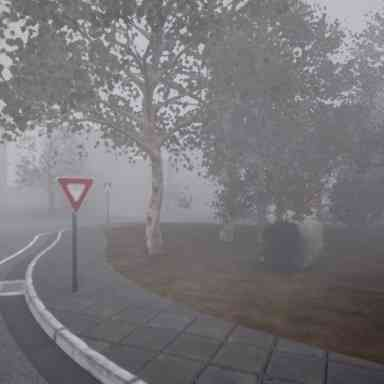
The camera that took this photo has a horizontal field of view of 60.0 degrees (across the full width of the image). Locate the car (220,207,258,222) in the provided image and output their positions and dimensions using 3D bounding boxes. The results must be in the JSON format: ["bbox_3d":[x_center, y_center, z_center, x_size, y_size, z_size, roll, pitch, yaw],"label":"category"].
[{"bbox_3d":[5.840,2.506,39.893,5.566,2.045,2.150,5,-3,-37],"label":"car"}]

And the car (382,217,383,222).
[{"bbox_3d":[30.905,4.409,55.125,4.718,1.301,1.895,3,-2,-37],"label":"car"}]

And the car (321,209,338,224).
[{"bbox_3d":[20.280,3.510,47.001,5.566,2.045,2.150,4,-2,-37],"label":"car"}]
